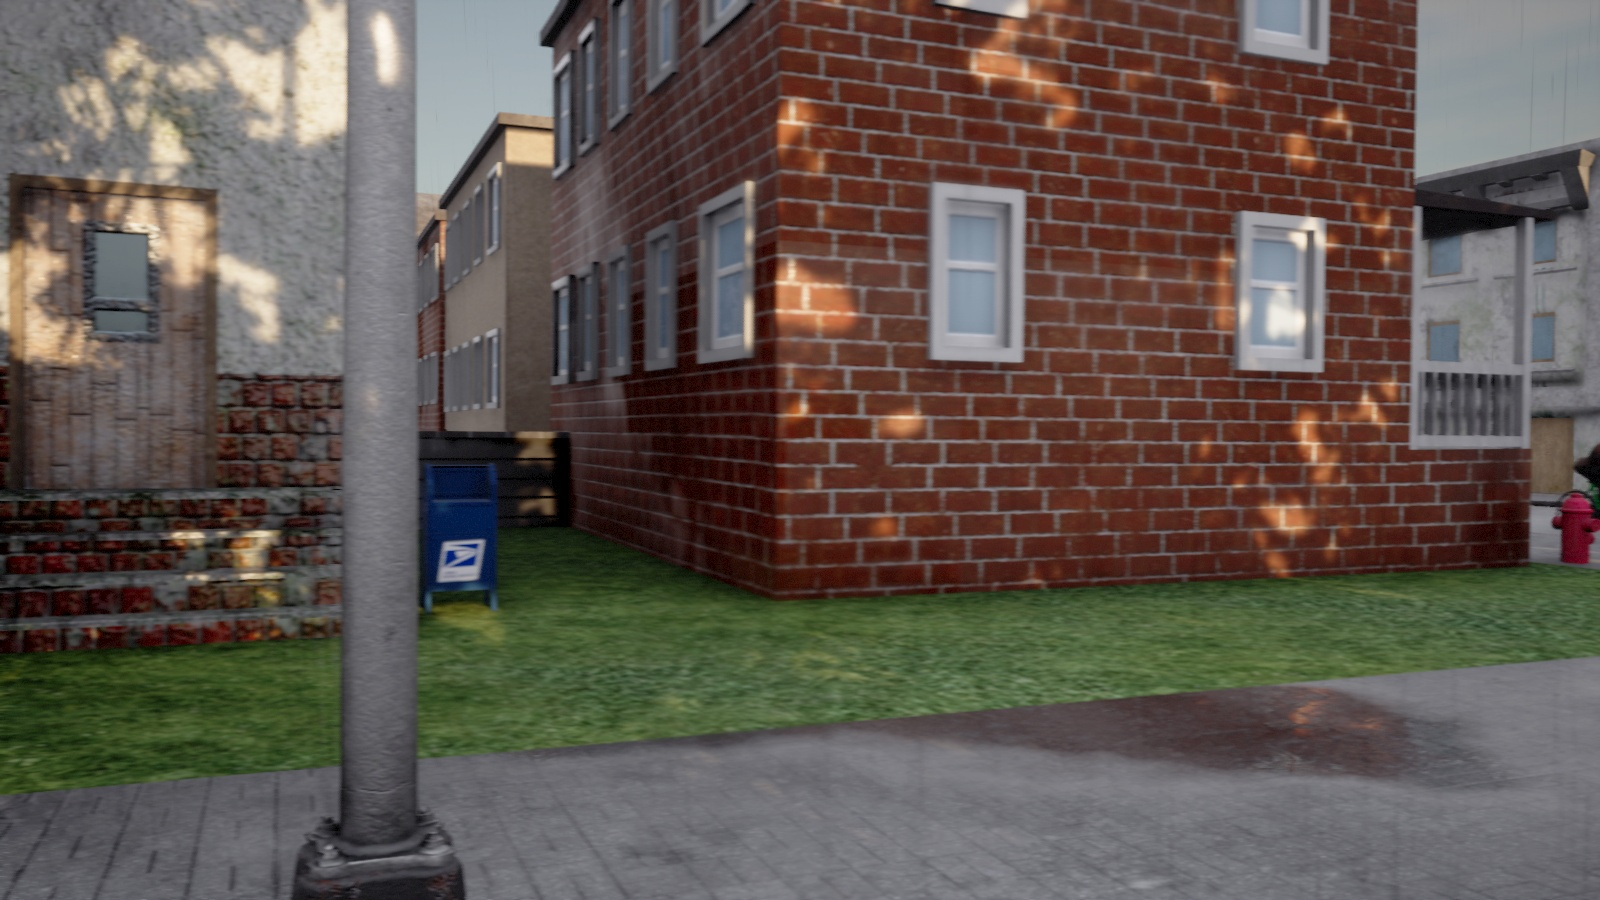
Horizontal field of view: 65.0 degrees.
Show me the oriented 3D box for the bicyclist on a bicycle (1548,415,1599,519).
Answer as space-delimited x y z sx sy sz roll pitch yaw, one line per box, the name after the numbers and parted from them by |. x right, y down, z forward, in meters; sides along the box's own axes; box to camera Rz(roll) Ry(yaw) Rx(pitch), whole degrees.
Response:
12.676 0.257 19.635 0.582 1.620 1.656 -1 2 -22 | bicyclist on a bicycle
